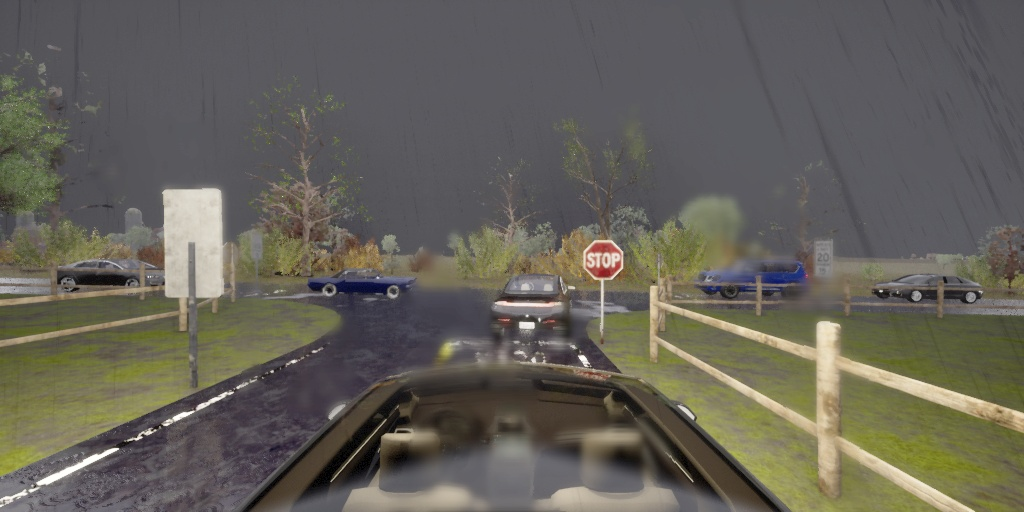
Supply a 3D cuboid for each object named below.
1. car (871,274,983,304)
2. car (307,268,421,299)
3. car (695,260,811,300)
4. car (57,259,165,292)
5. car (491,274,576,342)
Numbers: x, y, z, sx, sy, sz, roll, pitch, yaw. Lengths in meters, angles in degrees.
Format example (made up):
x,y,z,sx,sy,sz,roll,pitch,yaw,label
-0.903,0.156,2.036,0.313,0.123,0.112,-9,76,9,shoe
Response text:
x,y,z,sx,sy,sz,roll,pitch,yaw,label
22.870,1.749,19.846,4.892,1.490,1.837,1,1,0,car
-6.819,1.248,16.935,4.718,1.301,1.895,1,1,0,car
13.250,1.260,19.855,5.566,2.045,2.150,1,1,0,car
-18.487,0.885,16.953,4.902,1.511,2.128,1,1,0,car
0.708,1.240,9.903,2.128,1.511,4.902,0,0,9,car
